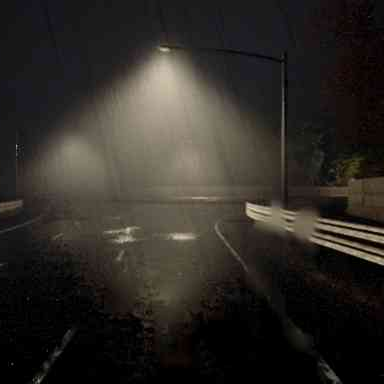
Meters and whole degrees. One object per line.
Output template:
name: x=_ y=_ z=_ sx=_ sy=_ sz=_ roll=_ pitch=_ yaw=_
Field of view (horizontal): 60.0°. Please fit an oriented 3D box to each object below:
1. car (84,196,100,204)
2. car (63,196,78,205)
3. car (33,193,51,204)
car: x=-18.130 y=1.465 z=60.233 sx=1.812 sy=1.442 sz=4.674 roll=0 pitch=0 yaw=-33
car: x=-21.647 y=1.452 z=59.272 sx=1.837 sy=1.490 sz=4.892 roll=1 pitch=0 yaw=-33
car: x=-28.450 y=1.174 z=62.987 sx=2.150 sy=2.045 sz=5.566 roll=0 pitch=0 yaw=-37
